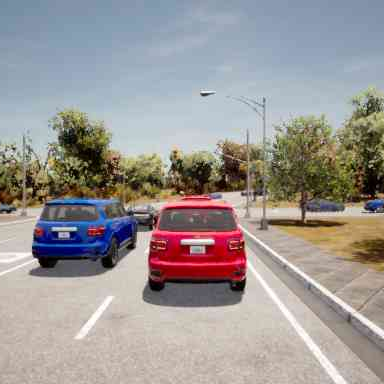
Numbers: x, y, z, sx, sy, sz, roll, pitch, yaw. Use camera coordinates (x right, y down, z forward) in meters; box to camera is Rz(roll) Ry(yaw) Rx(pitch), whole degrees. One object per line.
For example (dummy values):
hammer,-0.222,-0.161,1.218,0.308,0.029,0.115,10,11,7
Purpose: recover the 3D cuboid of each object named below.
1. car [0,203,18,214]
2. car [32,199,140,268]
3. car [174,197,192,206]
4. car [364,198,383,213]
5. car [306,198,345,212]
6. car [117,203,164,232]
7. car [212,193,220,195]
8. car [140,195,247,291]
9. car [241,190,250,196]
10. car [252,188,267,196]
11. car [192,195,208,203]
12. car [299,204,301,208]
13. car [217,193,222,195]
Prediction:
car,-22.982,1.815,38.022,5.357,1.411,2.033,-2,0,3
car,-3.350,1.235,11.475,2.150,2.045,5.566,0,0,1
car,-1.502,1.662,59.003,1.994,1.385,4.181,0,1,16
car,21.040,1.418,35.342,5.008,1.535,1.882,-1,0,3
car,15.745,1.614,39.374,4.181,1.385,1.994,-1,0,4
car,-3.163,1.536,21.327,2.128,1.511,4.902,0,0,1
car,0.286,1.260,19.562,2.150,2.045,5.566,0,0,1
car,0.131,1.230,9.195,2.150,2.045,5.566,0,0,0
car,14.273,0.262,86.320,2.128,1.511,4.902,0,3,33
car,17.588,-0.079,85.035,2.150,2.045,5.566,0,3,33
car,1.648,1.391,68.509,1.812,1.442,4.674,0,2,21
car,16.275,1.562,42.850,4.892,1.490,1.837,-1,0,3
car,5.682,0.945,77.885,1.812,1.442,4.674,0,3,26
